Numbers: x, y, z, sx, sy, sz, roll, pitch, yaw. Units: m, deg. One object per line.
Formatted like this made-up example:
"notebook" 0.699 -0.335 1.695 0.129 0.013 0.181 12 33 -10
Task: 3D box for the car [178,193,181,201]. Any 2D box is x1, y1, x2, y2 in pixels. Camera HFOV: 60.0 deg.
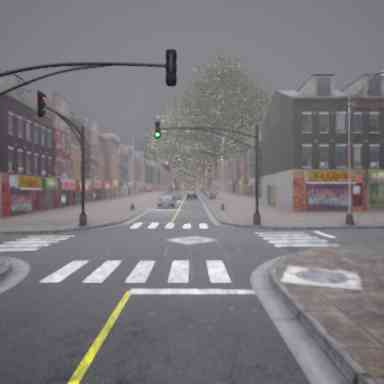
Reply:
"car" -2.822 0.718 54.988 1.994 1.385 4.181 0 1 0

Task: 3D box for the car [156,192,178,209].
"car" -2.855 1.079 38.091 1.812 1.442 4.674 0 1 0

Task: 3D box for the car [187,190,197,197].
"car" -0.020 0.339 68.691 1.994 1.385 4.181 0 1 0

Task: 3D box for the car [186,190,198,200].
"car" -0.017 0.555 58.270 1.882 1.535 5.008 0 1 0
